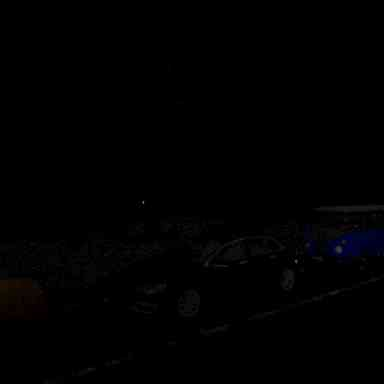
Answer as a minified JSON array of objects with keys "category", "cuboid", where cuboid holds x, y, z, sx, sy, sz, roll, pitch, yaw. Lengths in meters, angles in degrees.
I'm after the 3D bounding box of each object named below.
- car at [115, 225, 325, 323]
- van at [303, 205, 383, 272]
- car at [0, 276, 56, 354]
[{"category":"car","cuboid":[0.571,1.533,7.058,4.403,1.369,2.008,0,0,-35]},{"category":"van","cuboid":[5.160,1.301,10.331,3.998,1.788,1.690,0,0,-35]},{"category":"car","cuboid":[-4.156,1.531,3.687,4.829,1.417,1.752,0,0,-35]}]
